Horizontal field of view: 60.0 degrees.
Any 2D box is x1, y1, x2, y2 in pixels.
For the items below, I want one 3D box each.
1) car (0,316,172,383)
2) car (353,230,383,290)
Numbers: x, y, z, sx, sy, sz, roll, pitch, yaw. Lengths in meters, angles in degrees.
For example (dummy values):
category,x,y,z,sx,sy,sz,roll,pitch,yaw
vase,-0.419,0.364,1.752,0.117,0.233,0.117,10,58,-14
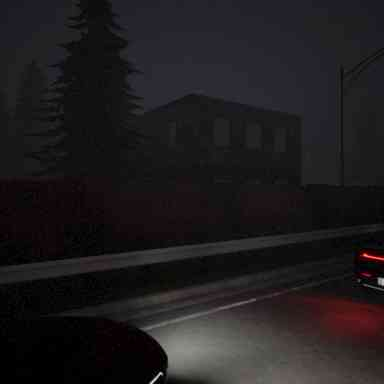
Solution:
category,x,y,z,sx,sy,sz,roll,pitch,yaw
car,-2.304,1.526,2.108,4.674,1.442,1.812,0,0,-36
car,5.735,1.505,7.837,4.892,1.490,1.837,0,0,-35
